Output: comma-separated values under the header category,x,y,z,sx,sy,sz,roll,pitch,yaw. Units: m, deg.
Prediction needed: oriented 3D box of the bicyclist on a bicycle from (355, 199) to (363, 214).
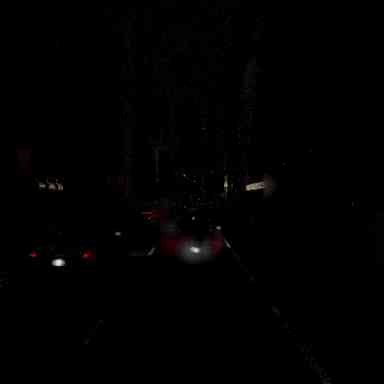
category,x,y,z,sx,sy,sz,roll,pitch,yaw
bicyclist on a bicycle,18.429,1.639,36.748,0.582,1.620,1.656,0,-2,-1

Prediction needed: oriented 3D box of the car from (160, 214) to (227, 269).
category,x,y,z,sx,sy,sz,roll,pitch,yaw
car,0.101,1.684,11.628,1.994,1.385,4.181,0,-1,0

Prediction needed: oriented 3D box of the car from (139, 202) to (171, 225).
category,x,y,z,sx,sy,sz,roll,pitch,yaw
car,-3.132,1.813,27.196,2.128,1.511,4.902,0,-1,0

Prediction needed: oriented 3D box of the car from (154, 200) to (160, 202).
category,x,y,z,sx,sy,sz,roll,pitch,yaw
car,-9.659,2.954,90.893,1.812,1.442,4.674,0,-1,0

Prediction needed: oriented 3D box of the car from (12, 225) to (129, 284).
category,x,y,z,sx,sy,sz,roll,pitch,yaw
car,-3.153,1.665,9.885,1.994,1.385,4.181,0,-1,0

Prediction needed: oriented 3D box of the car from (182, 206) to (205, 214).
category,x,y,z,sx,sy,sz,roll,pitch,yaw
car,0.122,1.853,27.584,1.812,1.442,4.674,0,-1,0

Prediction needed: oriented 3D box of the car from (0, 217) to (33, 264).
category,x,y,z,sx,sy,sz,roll,pitch,yaw
car,-6.590,1.614,10.619,1.837,1.490,4.892,0,-1,0

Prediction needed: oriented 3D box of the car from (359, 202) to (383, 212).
category,x,y,z,sx,sy,sz,roll,pitch,yaw
car,26.511,2.156,48.346,4.206,1.307,1.802,0,-1,-1

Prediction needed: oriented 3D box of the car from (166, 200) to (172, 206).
category,x,y,z,sx,sy,sz,roll,pitch,yaw
car,-6.409,2.955,90.890,2.128,1.511,4.902,0,-1,0
